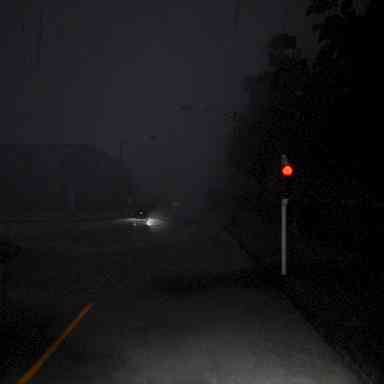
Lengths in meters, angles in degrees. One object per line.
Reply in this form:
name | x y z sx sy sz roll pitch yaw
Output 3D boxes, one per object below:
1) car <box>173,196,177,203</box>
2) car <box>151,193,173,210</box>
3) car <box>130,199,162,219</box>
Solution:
car | -3.970 1.507 67.247 1.837 1.490 4.892 0 -1 1
car | -4.065 1.212 44.097 2.150 2.045 5.566 0 1 0
car | -4.147 1.564 29.326 1.994 1.385 4.181 0 0 1
